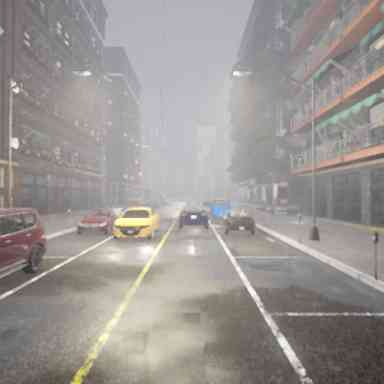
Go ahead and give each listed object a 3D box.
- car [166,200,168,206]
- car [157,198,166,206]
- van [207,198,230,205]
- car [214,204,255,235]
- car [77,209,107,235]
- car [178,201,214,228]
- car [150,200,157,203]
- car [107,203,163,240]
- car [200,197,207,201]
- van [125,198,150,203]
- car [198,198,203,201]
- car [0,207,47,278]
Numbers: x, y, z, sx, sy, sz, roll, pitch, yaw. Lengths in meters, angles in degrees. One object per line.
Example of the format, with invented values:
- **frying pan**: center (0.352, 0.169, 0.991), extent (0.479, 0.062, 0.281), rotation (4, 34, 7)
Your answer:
- **car**: center (-5.258, 1.818, 59.065), extent (1.887, 1.381, 4.507), rotation (1, 0, 0)
- **car**: center (-5.261, 1.769, 47.723), extent (2.008, 1.369, 4.403), rotation (1, 0, 0)
- **van**: center (2.584, 1.479, 30.737), extent (1.690, 1.788, 3.998), rotation (1, 0, 0)
- **car**: center (2.578, 1.637, 19.395), extent (2.008, 1.369, 4.403), rotation (1, 0, 0)
- **car**: center (-5.280, 1.668, 19.368), extent (1.802, 1.307, 4.206), rotation (1, 0, 0)
- **car**: center (0.106, 1.607, 23.025), extent (2.163, 1.488, 4.792), rotation (0, 0, 0)
- **car**: center (-5.264, 1.709, 36.381), extent (1.887, 1.381, 4.507), rotation (1, 0, 0)
- **car**: center (-2.846, 1.557, 17.783), extent (1.882, 1.535, 5.008), rotation (0, 0, 0)
- **car**: center (2.587, 1.812, 53.420), extent (1.947, 1.339, 4.313), rotation (1, 0, 0)
- **van**: center (-5.263, 1.479, 30.711), extent (1.690, 1.788, 3.998), rotation (1, 0, 0)
- **car**: center (0.111, 1.790, 41.760), extent (1.895, 1.301, 4.718), rotation (0, 0, 0)
- **car**: center (-5.310, 1.351, 8.028), extent (2.192, 1.841, 5.009), rotation (1, 0, 0)
